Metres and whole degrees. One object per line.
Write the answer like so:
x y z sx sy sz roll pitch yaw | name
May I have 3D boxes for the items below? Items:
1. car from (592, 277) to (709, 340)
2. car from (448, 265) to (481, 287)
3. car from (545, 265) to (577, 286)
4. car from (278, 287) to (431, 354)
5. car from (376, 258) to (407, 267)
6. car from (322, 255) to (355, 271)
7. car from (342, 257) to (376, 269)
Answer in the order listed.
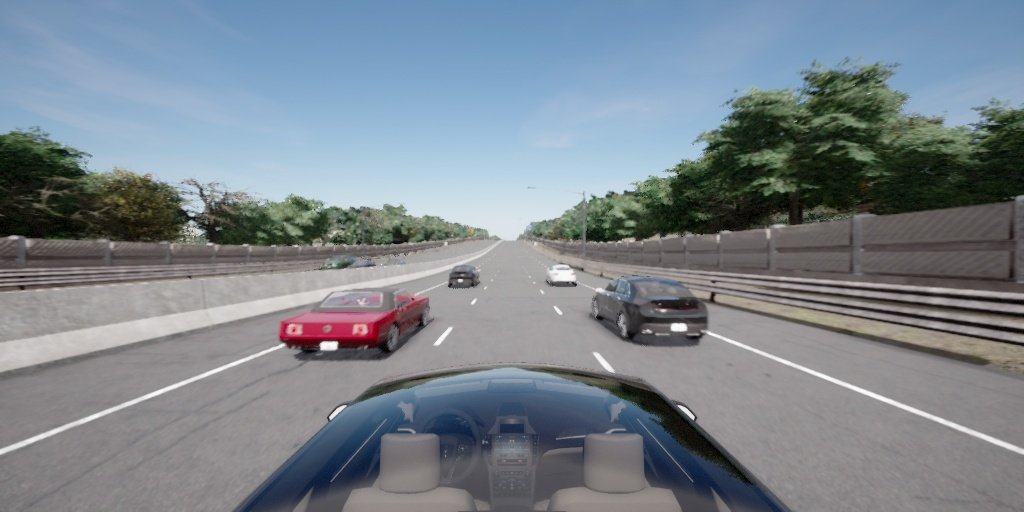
3.602 1.317 10.166 1.837 1.490 4.892 0 0 0 | car
-3.393 1.371 25.976 1.837 1.490 4.892 0 0 0 | car
3.608 1.392 26.762 1.812 1.442 4.674 0 0 0 | car
-3.397 1.406 8.894 1.895 1.301 4.718 0 0 0 | car
-14.063 1.100 42.956 2.097 1.767 4.553 0 1 0 | car
-21.048 0.949 44.110 2.150 2.045 5.566 0 1 0 | car
-17.566 1.237 42.219 1.882 1.535 5.008 0 1 0 | car
